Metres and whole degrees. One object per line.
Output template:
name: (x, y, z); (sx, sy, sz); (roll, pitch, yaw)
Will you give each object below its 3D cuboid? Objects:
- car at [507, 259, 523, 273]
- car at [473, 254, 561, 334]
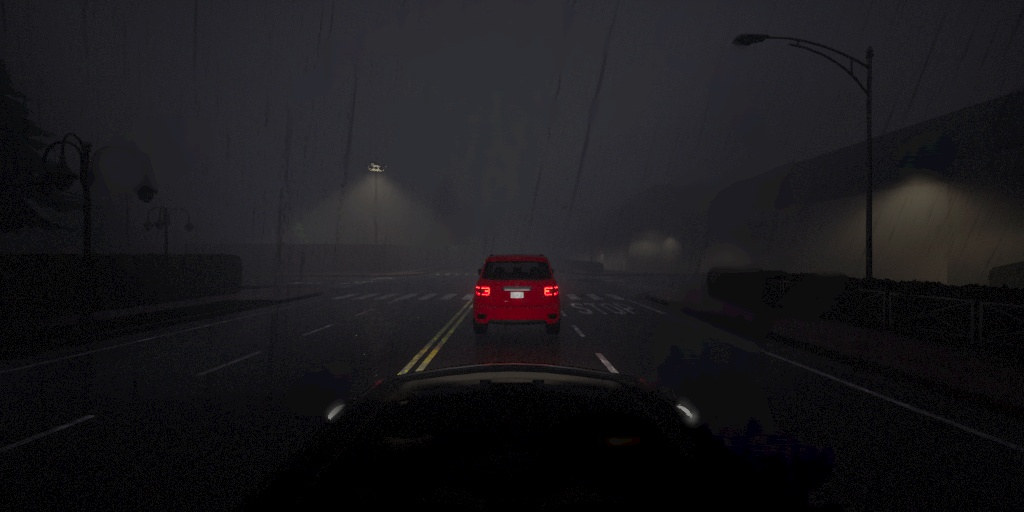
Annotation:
car: (0.356, 1.228, 45.593); (1.882, 1.535, 5.008); (0, 0, 1)
car: (0.121, 0.971, 10.741); (2.150, 2.045, 5.566); (0, 0, 0)
